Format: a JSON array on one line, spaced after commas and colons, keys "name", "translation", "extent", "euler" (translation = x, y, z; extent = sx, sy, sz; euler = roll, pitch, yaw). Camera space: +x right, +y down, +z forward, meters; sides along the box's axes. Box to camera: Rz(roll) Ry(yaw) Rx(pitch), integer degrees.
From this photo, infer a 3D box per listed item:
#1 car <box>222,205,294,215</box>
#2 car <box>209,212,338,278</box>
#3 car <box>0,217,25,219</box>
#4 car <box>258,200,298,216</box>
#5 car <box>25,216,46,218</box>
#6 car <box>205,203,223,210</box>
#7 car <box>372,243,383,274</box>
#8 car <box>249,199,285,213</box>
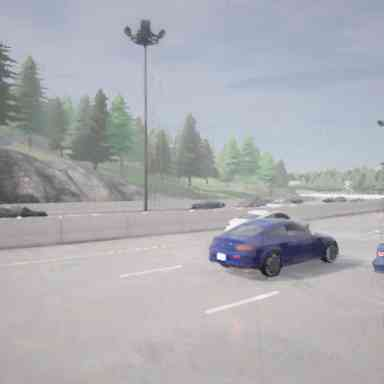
[{"name": "car", "translation": [3.623, 1.549, 15.485], "extent": [4.674, 1.442, 1.812], "euler": [0, 0, -39]}, {"name": "car", "translation": [2.601, 1.541, 10.204], "extent": [4.674, 1.442, 1.812], "euler": [0, 0, -38]}, {"name": "car", "translation": [-13.264, 1.588, 20.388], "extent": [4.892, 1.490, 1.837], "euler": [-1, 0, -36]}, {"name": "car", "translation": [8.960, 1.572, 34.425], "extent": [4.674, 1.442, 1.812], "euler": [0, 0, -44]}, {"name": "car", "translation": [-13.424, 1.695, 24.591], "extent": [4.718, 1.301, 1.895], "euler": [0, 0, -37]}, {"name": "car", "translation": [2.144, 1.685, 42.416], "extent": [4.718, 1.301, 1.895], "euler": [0, 0, -44]}, {"name": "car", "translation": [6.910, 1.547, 9.114], "extent": [5.357, 1.411, 2.033], "euler": [0, 0, -39]}, {"name": "car", "translation": [8.868, 1.564, 39.204], "extent": [4.892, 1.490, 1.837], "euler": [1, -1, -45]}]
